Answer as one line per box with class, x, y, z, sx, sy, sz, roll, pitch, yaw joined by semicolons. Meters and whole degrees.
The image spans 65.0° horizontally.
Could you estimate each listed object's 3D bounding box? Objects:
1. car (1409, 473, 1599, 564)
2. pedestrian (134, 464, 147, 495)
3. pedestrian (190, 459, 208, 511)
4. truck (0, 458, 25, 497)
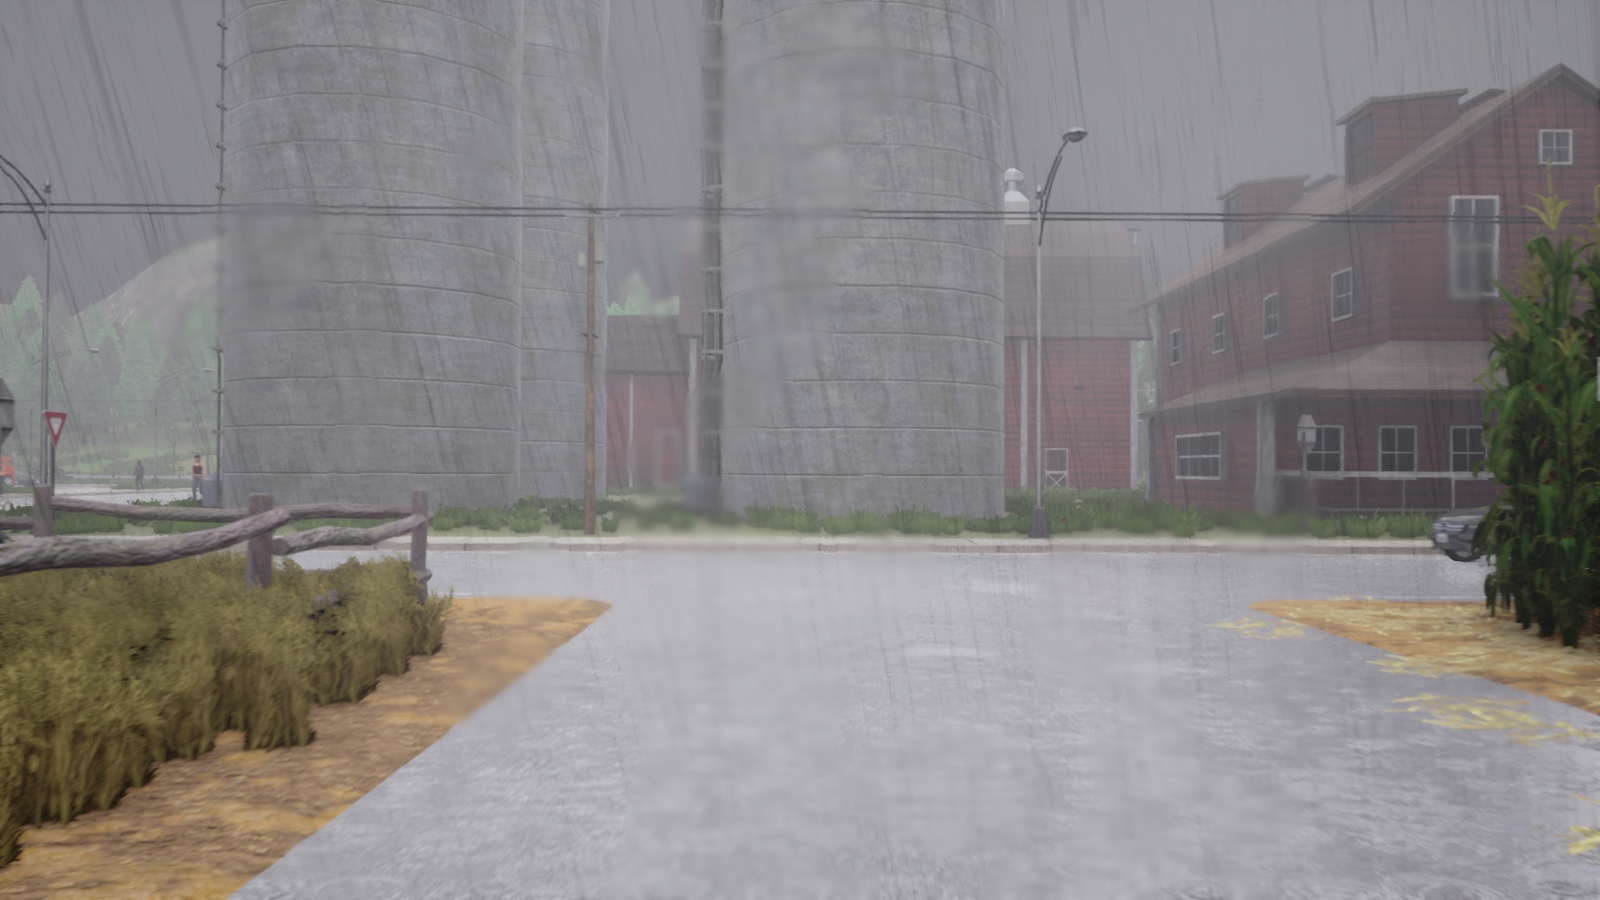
car;12.965;1.113;21.003;4.674;1.442;1.812;0;-1;0
pedestrian;-38.692;1.755;73.642;0.328;1.805;0.869;0;-1;-3
pedestrian;-21.506;1.247;44.931;0.345;1.836;0.594;0;-1;5
truck;-52.726;1.779;80.725;2.627;2.467;5.204;0;-1;-1
